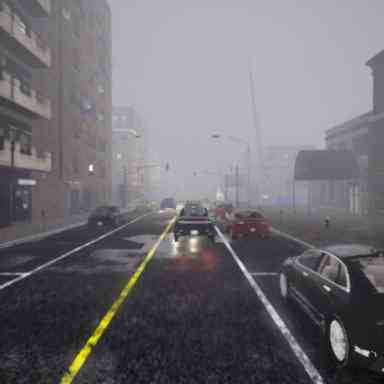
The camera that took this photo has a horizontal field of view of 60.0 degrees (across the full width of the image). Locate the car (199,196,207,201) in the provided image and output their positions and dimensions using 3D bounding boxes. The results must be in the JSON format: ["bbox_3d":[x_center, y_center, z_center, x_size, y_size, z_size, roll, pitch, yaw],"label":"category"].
[{"bbox_3d":[2.729,1.629,83.608,1.802,1.307,4.206,0,0,0],"label":"car"}]

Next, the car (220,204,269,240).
[{"bbox_3d":[2.694,1.539,16.955,1.887,1.381,4.507,0,0,0],"label":"car"}]

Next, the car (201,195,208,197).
[{"bbox_3d":[2.722,1.470,72.215,1.967,1.590,4.097,0,0,0],"label":"car"}]

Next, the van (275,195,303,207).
[{"bbox_3d":[14.685,1.416,50.503,3.998,1.788,1.690,0,0,0],"label":"van"}]

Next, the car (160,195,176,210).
[{"bbox_3d":[-2.987,1.481,42.755,1.882,1.535,5.008,0,0,0],"label":"car"}]

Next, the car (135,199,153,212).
[{"bbox_3d":[-5.675,1.527,39.582,1.752,1.417,4.829,0,0,0],"label":"car"}]

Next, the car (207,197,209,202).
[{"bbox_3d":[2.703,1.524,34.216,1.752,1.417,4.829,0,0,0],"label":"car"}]

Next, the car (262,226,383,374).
[{"bbox_3d":[2.689,1.548,5.563,2.008,1.369,4.403,0,0,0],"label":"car"}]

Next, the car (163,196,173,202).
[{"bbox_3d":[-5.655,1.588,77.904,2.008,1.369,4.403,0,0,0],"label":"car"}]

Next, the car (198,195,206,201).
[{"bbox_3d":[2.731,1.607,89.306,2.008,1.369,4.403,0,0,0],"label":"car"}]

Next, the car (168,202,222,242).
[{"bbox_3d":[0.108,1.487,16.447,2.128,1.511,4.902,0,0,0],"label":"car"}]

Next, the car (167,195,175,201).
[{"bbox_3d":[-5.649,1.607,89.297,2.008,1.369,4.403,0,0,0],"label":"car"}]

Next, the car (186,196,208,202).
[{"bbox_3d":[0.119,1.489,32.506,2.128,1.511,4.902,0,0,0],"label":"car"}]

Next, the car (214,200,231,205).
[{"bbox_3d":[2.700,1.541,28.349,1.887,1.381,4.507,0,0,0],"label":"car"}]

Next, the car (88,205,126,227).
[{"bbox_3d":[-5.683,1.561,22.662,1.947,1.339,4.313,0,0,0],"label":"car"}]
